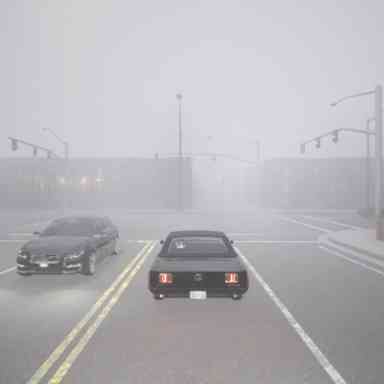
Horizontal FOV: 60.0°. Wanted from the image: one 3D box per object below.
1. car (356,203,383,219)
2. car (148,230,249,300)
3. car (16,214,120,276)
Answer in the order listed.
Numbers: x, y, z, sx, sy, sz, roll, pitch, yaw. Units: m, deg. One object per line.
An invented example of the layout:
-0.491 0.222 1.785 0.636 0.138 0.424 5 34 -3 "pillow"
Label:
16.895 1.601 28.735 4.718 1.301 1.895 0 0 0 "car"
0.122 1.601 8.321 1.895 1.301 4.718 0 0 0 "car"
-3.549 1.505 10.403 1.837 1.490 4.892 0 0 0 "car"
